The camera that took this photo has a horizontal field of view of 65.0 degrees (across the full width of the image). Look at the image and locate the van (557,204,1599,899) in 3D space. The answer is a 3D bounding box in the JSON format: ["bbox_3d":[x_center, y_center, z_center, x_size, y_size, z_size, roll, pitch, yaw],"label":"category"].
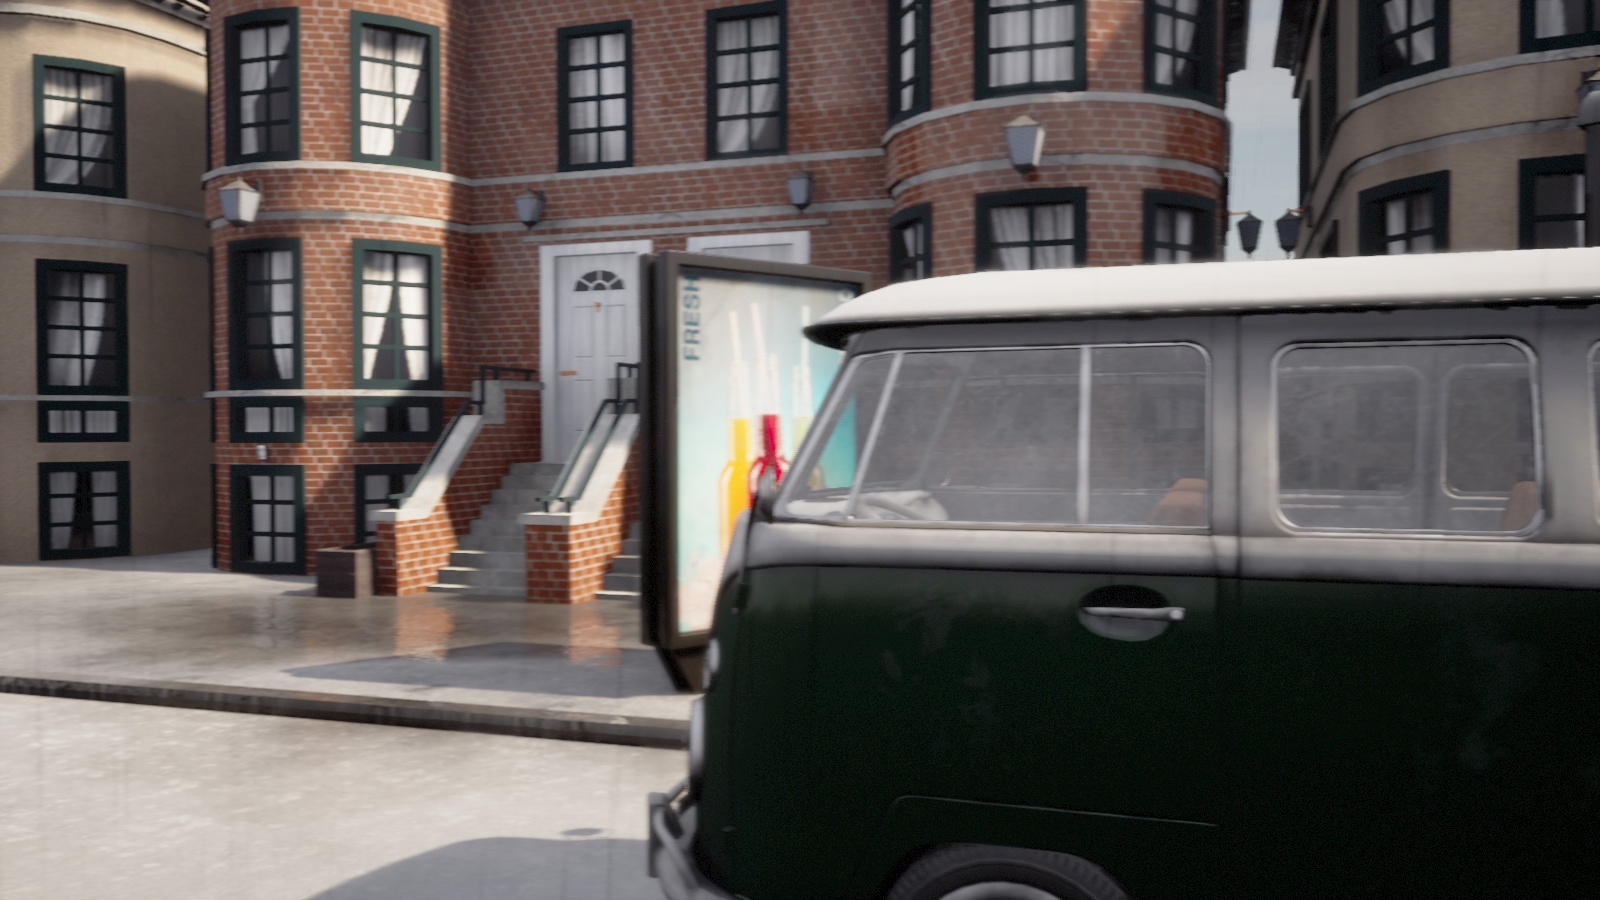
[{"bbox_3d":[1.813,0.536,3.108,4.442,1.987,1.775,1,1,19],"label":"van"}]
